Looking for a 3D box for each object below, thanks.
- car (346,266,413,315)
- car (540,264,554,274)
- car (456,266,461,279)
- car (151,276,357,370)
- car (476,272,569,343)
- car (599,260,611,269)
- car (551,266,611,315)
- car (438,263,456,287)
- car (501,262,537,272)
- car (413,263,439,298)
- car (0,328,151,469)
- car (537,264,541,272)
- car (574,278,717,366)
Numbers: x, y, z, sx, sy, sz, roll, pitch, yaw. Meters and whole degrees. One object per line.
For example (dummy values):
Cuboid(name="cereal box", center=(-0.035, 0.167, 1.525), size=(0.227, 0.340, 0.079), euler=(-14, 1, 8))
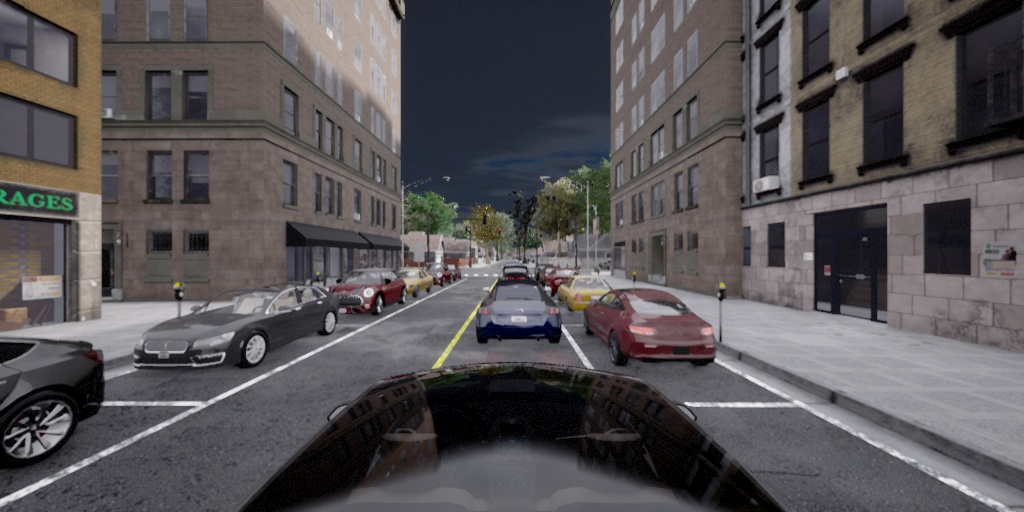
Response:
Cuboid(name="car", center=(-5.334, 1.189, 13.234), size=(1.967, 1.591, 4.097), euler=(0, 0, 0))
Cuboid(name="car", center=(2.720, 1.296, 18.713), size=(1.888, 1.381, 4.507), euler=(0, 0, 0))
Cuboid(name="car", center=(-5.247, 1.337, 29.790), size=(1.802, 1.307, 4.207), euler=(0, 0, 0))
Cuboid(name="car", center=(-5.364, 1.299, 7.715), size=(2.007, 1.370, 4.403), euler=(0, 0, 0))
Cuboid(name="car", center=(0.140, 1.313, 9.652), size=(1.994, 1.385, 4.181), euler=(0, 0, 0))
Cuboid(name="car", center=(14.987, 1.157, 49.404), size=(4.902, 1.511, 2.128), euler=(0, 0, 0))
Cuboid(name="car", center=(2.691, 1.275, 13.365), size=(1.751, 1.417, 4.829), euler=(0, 0, 0))
Cuboid(name="car", center=(-5.276, 1.193, 24.271), size=(1.967, 1.591, 4.097), euler=(0, 0, 0))
Cuboid(name="car", center=(0.186, 1.256, 19.637), size=(1.837, 1.490, 4.892), euler=(0, 0, 0))
Cuboid(name="car", center=(-5.306, 1.277, 18.582), size=(1.751, 1.417, 4.829), euler=(0, 0, 0))
Cuboid(name="car", center=(-5.393, 1.316, 2.197), size=(1.948, 1.339, 4.313), euler=(0, 0, 0))
Cuboid(name="car", center=(2.749, 1.335, 24.231), size=(1.802, 1.307, 4.207), euler=(0, 0, 0))
Cuboid(name="car", center=(2.661, 1.331, 7.676), size=(1.802, 1.307, 4.207), euler=(0, 0, 0))
